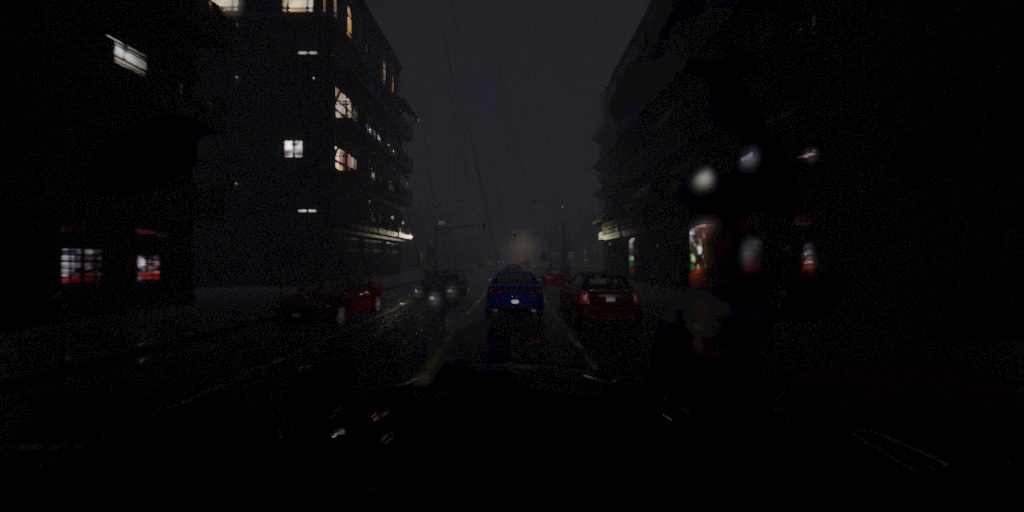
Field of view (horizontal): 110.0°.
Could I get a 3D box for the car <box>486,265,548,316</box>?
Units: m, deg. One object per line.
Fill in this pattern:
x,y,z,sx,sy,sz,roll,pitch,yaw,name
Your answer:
0.096,1.263,13.515,1.882,1.535,5.008,0,0,0,car

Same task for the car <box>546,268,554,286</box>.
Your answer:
2.686,1.399,23.033,1.802,1.307,4.207,0,0,0,car

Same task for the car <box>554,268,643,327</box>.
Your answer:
2.688,1.219,11.703,1.967,1.591,4.097,0,0,0,car

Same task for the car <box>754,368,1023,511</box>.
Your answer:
2.690,1.061,0.376,2.192,1.841,5.009,0,0,0,car

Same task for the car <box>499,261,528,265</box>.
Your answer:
0.094,1.410,31.193,1.994,1.385,4.181,0,0,0,car

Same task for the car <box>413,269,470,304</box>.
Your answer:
-3.103,1.344,16.946,2.033,1.411,5.357,0,0,0,car

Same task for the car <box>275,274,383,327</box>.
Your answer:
-5.692,1.324,11.702,1.888,1.381,4.507,0,0,0,car
